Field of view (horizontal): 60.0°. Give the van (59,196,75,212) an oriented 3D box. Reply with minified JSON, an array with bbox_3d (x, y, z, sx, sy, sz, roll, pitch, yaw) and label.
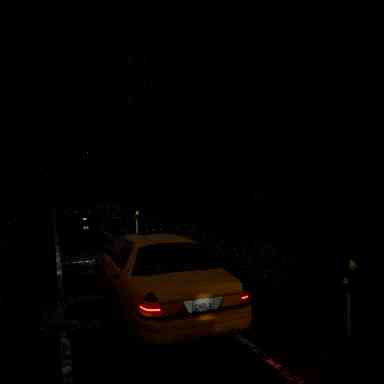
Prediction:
[{"bbox_3d":[-14.706,1.343,39.024,1.690,1.788,3.998,0,0,-23],"label":"van"}]

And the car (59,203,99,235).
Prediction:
[{"bbox_3d":[-6.160,1.552,18.650,2.008,1.369,4.403,0,0,-23],"label":"car"}]

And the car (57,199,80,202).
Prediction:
[{"bbox_3d":[-10.433,1.567,28.837,1.947,1.339,4.313,0,0,-23],"label":"car"}]

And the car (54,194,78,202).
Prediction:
[{"bbox_3d":[-12.570,1.317,33.931,2.192,1.841,5.009,0,0,-23],"label":"car"}]

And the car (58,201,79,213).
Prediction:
[{"bbox_3d":[-8.296,1.552,23.743,2.008,1.369,4.403,0,0,-23],"label":"car"}]

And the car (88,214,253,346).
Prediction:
[{"bbox_3d":[-0.844,1.457,6.730,1.801,1.575,5.366,0,0,-23],"label":"car"}]

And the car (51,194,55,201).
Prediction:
[{"bbox_3d":[-31.948,1.470,79.387,1.967,1.590,4.097,0,0,-24],"label":"car"}]
